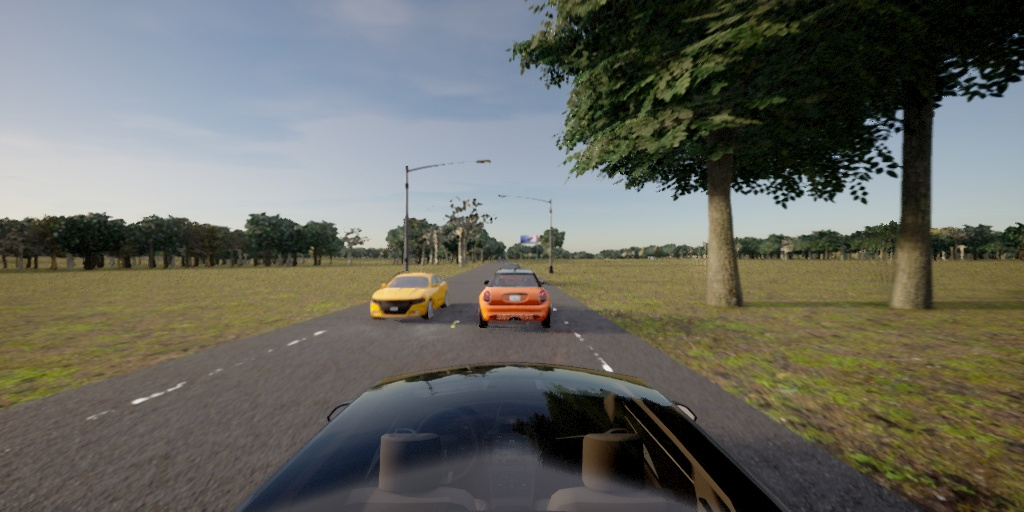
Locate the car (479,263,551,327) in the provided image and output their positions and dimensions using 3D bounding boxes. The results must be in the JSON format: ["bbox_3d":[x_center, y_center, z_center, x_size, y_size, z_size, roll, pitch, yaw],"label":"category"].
[{"bbox_3d":[0.076,1.234,12.177,2.097,1.767,4.553,0,-1,0],"label":"car"}]

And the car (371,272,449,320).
[{"bbox_3d":[-3.627,1.377,13.503,1.882,1.535,5.008,0,-1,0],"label":"car"}]
